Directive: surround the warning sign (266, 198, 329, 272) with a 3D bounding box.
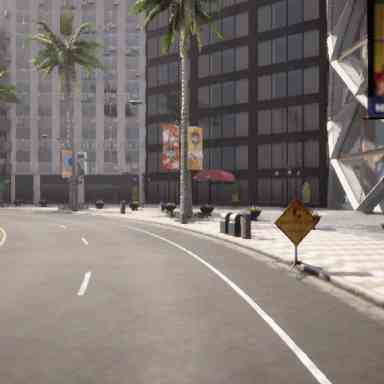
[{"bbox_3d":[2.849,1.112,9.128,1.300,1.860,1.060,0,0,-12],"label":"warning sign"}]
